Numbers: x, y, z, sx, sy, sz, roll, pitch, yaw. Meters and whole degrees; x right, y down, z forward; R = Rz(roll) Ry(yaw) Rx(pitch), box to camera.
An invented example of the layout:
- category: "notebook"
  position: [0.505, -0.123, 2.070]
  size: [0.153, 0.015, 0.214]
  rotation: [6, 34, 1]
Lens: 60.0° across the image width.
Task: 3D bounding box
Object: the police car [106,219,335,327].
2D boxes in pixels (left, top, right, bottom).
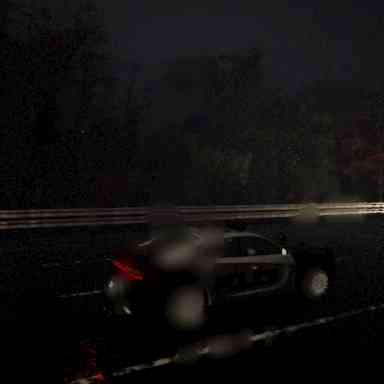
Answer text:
- category: "police car"
  position: [0.878, 1.431, 7.044]
  size: [5.238, 1.638, 1.930]
  rotation: [0, 0, -28]
